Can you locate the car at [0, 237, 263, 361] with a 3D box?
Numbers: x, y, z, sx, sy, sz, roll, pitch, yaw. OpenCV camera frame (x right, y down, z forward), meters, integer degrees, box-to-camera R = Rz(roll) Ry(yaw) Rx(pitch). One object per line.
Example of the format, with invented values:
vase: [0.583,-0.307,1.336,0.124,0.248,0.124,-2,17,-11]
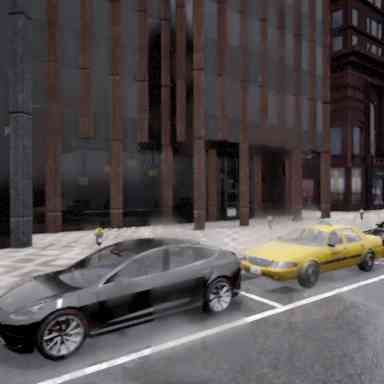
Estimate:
car: [-1.004,1.553,5.935,4.313,1.339,1.947,0,0,-36]

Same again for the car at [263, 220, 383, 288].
car: [3.445,1.486,9.110,4.829,1.417,1.752,0,0,-36]
